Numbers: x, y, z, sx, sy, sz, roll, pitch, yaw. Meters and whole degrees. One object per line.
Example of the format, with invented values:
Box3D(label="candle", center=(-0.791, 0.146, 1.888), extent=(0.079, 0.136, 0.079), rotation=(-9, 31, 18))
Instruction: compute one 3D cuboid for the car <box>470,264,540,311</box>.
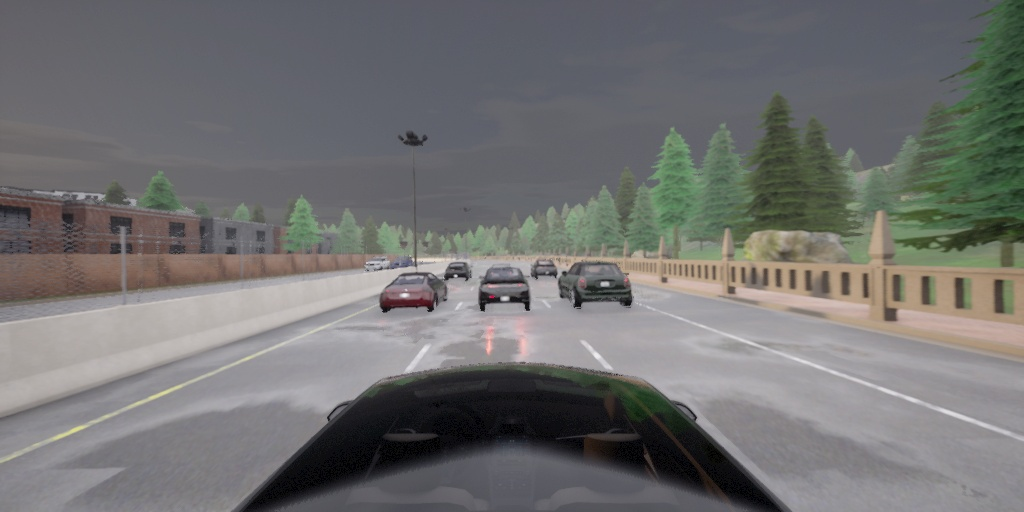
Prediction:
Box3D(label="car", center=(-0.306, 1.198, 14.254), extent=(2.128, 1.511, 4.902), rotation=(-1, 0, -2))

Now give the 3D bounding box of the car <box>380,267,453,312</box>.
Box3D(label="car", center=(-3.813, 1.337, 14.530), extent=(1.994, 1.385, 4.181), rotation=(-1, 0, -2))

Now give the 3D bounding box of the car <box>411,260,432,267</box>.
Box3D(label="car", center=(-12.264, 1.402, 50.016), extent=(1.895, 1.301, 4.718), rotation=(-1, 0, -2))

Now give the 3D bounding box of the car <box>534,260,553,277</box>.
Box3D(label="car", center=(2.625, 1.083, 29.925), extent=(2.128, 1.511, 4.902), rotation=(-1, 0, -2))

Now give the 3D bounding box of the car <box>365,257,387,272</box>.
Box3D(label="car", center=(-19.329, 1.151, 51.990), extent=(2.150, 2.045, 5.566), rotation=(-1, 0, -2))

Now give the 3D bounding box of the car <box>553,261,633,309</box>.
Box3D(label="car", center=(3.180, 0.990, 14.614), extent=(2.097, 1.767, 4.553), rotation=(-1, 0, -2))

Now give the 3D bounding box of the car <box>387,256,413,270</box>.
Box3D(label="car", center=(-15.837, 1.084, 52.231), extent=(2.150, 2.045, 5.566), rotation=(-1, 0, -2))

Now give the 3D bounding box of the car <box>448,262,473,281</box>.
Box3D(label="car", center=(-4.369, 1.233, 29.733), extent=(1.837, 1.490, 4.892), rotation=(-1, 1, -2))
